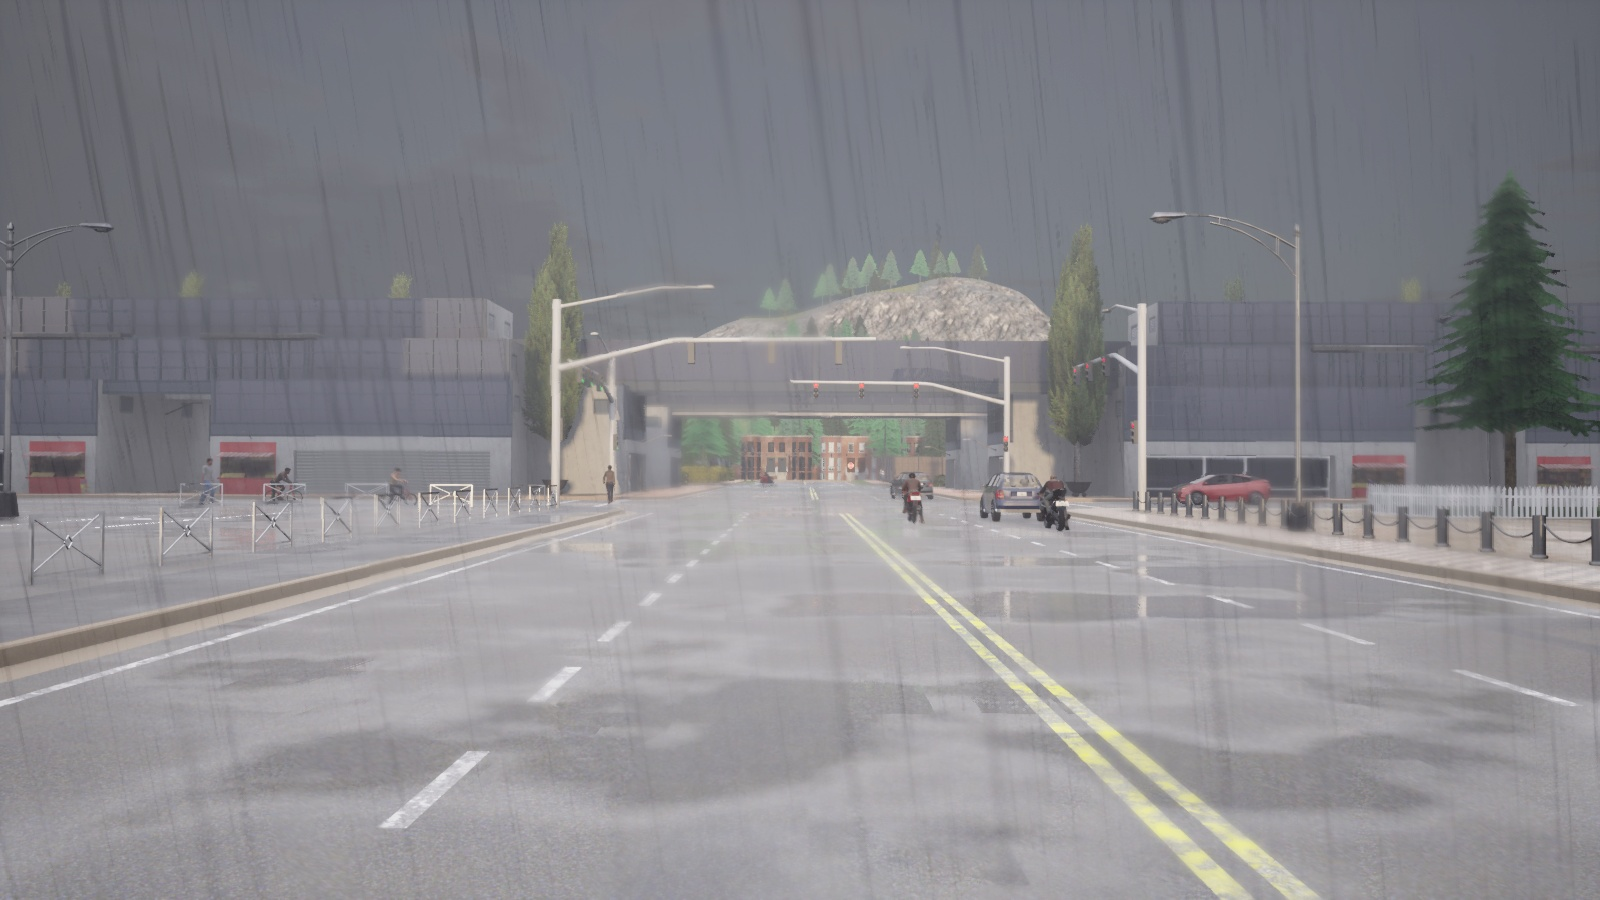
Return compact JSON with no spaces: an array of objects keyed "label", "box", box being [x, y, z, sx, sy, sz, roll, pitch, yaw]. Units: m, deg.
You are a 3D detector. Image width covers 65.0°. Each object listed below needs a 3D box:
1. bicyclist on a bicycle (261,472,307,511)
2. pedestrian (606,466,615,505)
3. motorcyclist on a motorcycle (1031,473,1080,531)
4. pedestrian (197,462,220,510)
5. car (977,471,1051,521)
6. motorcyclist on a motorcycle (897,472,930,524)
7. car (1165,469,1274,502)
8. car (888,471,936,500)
[{"label":"bicyclist on a bicycle","box":[-21.627,1.735,52.620,1.656,1.620,0.582,0,-1,1]},{"label":"pedestrian","box":[-8.736,1.621,57.936,0.328,1.805,0.869,0,-1,-3]},{"label":"motorcyclist on a motorcycle","box":[6.913,1.394,34.125,0.866,1.530,2.191,0,-1,0]},{"label":"pedestrian","box":[-22.509,1.363,47.763,0.706,1.836,0.354,0,-1,-1]},{"label":"car","box":[6.895,1.449,40.792,1.789,1.549,3.705,0,-1,0]},{"label":"motorcyclist on a motorcycle","box":[3.393,1.415,37.733,0.797,1.523,2.044,0,-1,0]},{"label":"car","box":[19.894,1.682,59.684,4.514,1.525,2.007,0,-1,0]},{"label":"car","box":[6.228,1.946,70.344,1.789,1.549,3.705,0,-1,-10]}]
